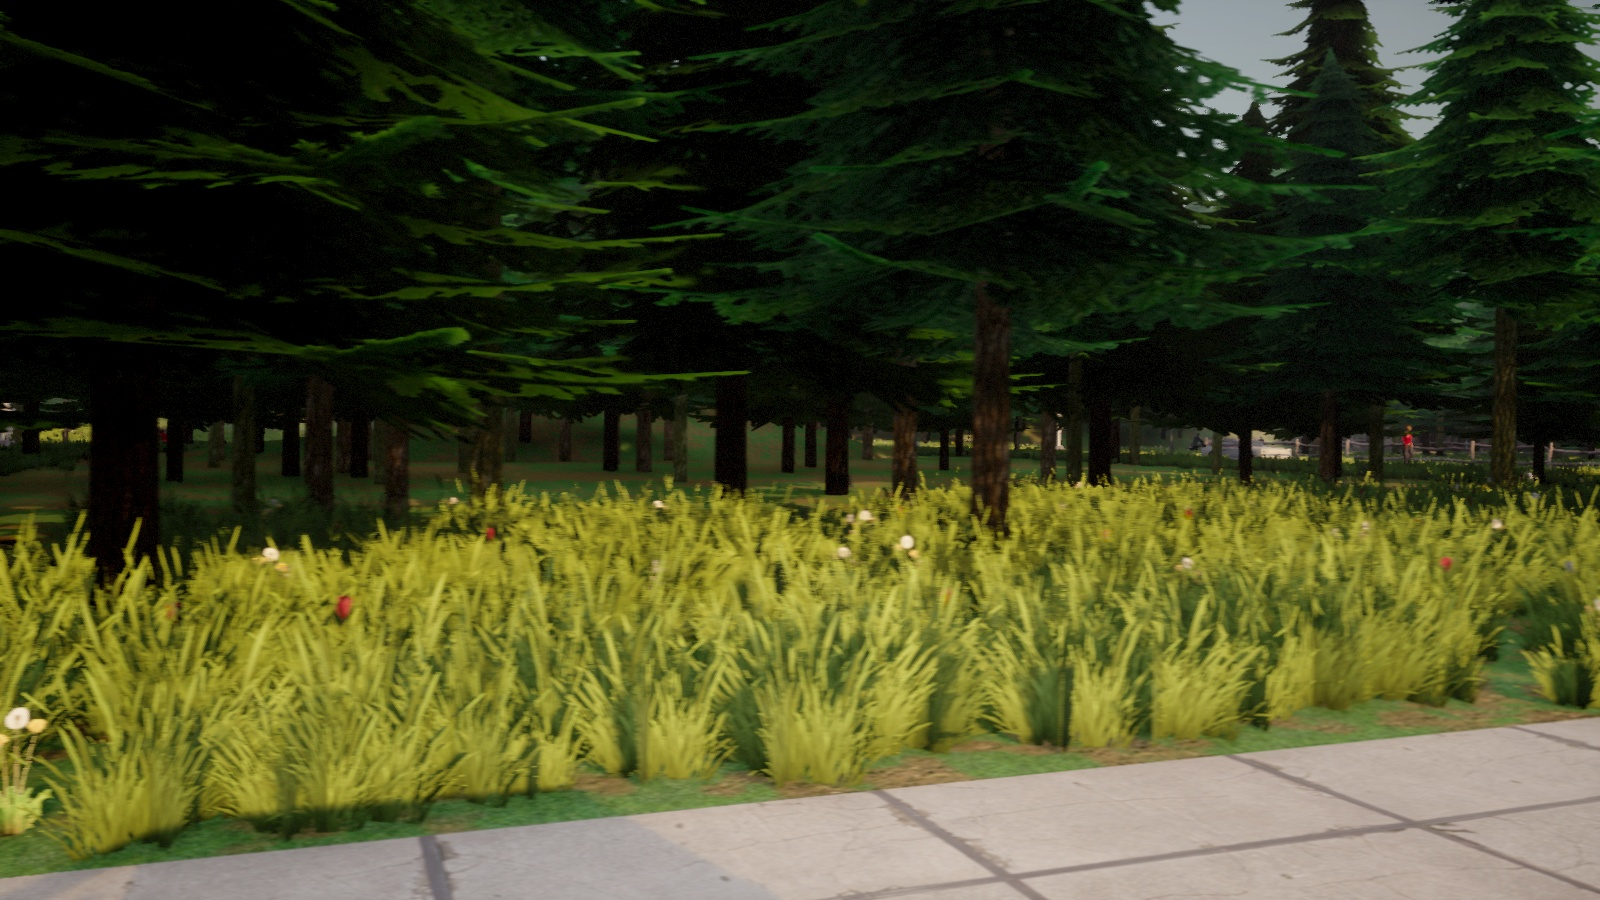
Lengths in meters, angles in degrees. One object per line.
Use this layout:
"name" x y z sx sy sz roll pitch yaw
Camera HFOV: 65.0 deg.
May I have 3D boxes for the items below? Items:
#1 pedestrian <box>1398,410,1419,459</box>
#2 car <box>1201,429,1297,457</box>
"pedestrian" 23.194 -0.601 47.869 0.331 1.846 0.636 -1 1 -20
"car" 22.046 -0.378 61.907 1.895 1.301 4.718 -1 1 -20
